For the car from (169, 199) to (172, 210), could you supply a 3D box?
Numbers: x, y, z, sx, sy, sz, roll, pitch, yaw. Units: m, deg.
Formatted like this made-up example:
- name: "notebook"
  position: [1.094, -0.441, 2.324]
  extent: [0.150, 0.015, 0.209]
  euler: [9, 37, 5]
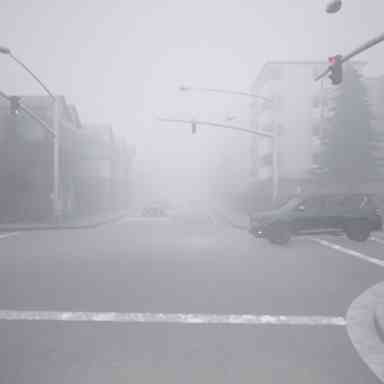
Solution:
- name: "car"
  position: [-3.565, 1.502, 41.860]
  extent: [1.837, 1.490, 4.892]
  euler: [0, 0, 1]

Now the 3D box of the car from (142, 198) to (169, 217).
- name: "car"
  position: [-3.573, 1.503, 31.773]
  extent: [1.837, 1.490, 4.892]
  euler: [0, 0, 0]

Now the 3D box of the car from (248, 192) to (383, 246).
- name: "car"
  position: [5.314, 1.117, 14.680]
  extent: [5.566, 2.045, 2.150]
  euler: [-3, 0, 0]

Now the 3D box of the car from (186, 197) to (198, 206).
- name: "car"
  position: [0.017, 1.544, 53.533]
  extent: [2.033, 1.411, 5.357]
  euler: [0, 0, 0]
